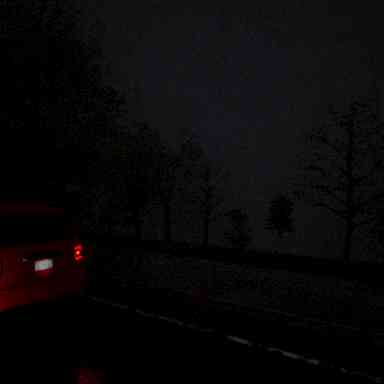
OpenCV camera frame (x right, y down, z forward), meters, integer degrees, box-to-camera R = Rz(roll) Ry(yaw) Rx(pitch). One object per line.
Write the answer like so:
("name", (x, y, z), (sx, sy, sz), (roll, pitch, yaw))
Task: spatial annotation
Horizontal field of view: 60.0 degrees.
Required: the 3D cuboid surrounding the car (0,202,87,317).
("car", (-4.523, 1.234, 6.868), (5.566, 2.045, 2.150), (0, 0, 36))
